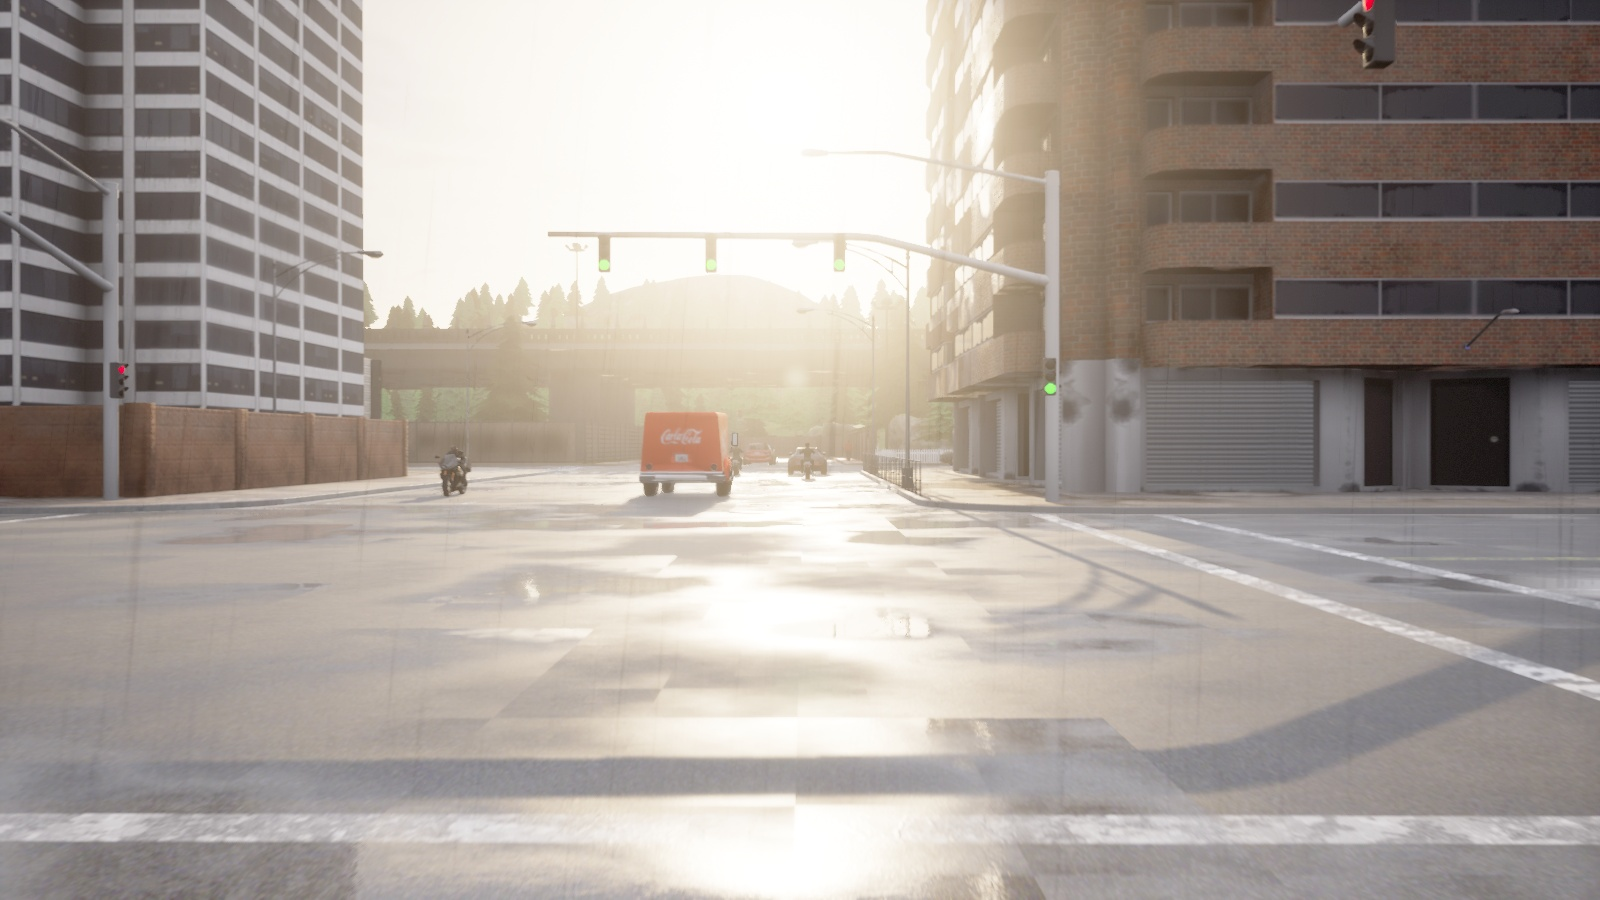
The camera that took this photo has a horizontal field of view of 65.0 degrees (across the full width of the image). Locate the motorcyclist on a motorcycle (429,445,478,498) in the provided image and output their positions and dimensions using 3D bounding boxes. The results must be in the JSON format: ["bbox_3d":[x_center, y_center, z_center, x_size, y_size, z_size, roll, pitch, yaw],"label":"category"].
[{"bbox_3d":[-10.275,0.622,37.312,0.866,1.530,2.191,0,0,0],"label":"motorcyclist on a motorcycle"}]

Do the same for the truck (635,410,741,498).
[{"bbox_3d":[-3.269,0.104,37.940,2.627,2.467,5.204,0,0,1],"label":"truck"}]

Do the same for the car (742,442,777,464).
[{"bbox_3d":[-2.979,0.209,93.714,2.242,1.667,4.611,0,0,3],"label":"car"}]

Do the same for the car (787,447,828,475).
[{"bbox_3d":[0.381,0.550,64.344,1.994,1.385,4.181,0,0,0],"label":"car"}]
